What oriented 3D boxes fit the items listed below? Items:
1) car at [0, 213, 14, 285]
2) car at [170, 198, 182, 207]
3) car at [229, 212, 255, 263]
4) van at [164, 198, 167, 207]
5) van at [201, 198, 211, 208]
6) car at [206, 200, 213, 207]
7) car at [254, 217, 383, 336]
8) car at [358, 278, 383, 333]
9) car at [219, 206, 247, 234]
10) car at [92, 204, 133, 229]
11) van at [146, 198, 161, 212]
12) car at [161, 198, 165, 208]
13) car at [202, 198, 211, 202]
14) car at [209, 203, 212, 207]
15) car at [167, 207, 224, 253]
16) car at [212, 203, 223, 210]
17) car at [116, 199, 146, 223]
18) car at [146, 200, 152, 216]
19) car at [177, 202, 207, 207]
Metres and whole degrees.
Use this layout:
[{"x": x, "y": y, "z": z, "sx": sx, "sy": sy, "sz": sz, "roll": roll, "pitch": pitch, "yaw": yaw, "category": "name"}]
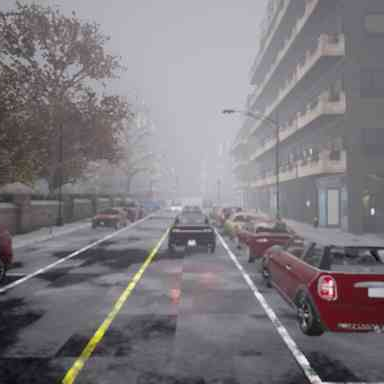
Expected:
[{"x": -5.675, "y": 1.383, "z": 6.783, "sx": 2.192, "sy": 1.841, "sz": 5.009, "roll": 1, "pitch": -1, "yaw": 0, "category": "car"}, {"x": -3.048, "y": 2.153, "z": 65.682, "sx": 2.128, "sy": 1.511, "sz": 4.902, "roll": 0, "pitch": -1, "yaw": 0, "category": "car"}, {"x": 2.699, "y": 1.666, "z": 12.306, "sx": 1.887, "sy": 1.381, "sz": 4.507, "roll": 1, "pitch": -1, "yaw": 0, "category": "car"}, {"x": -5.665, "y": 1.953, "z": 62.015, "sx": 1.690, "sy": 1.788, "sz": 3.998, "roll": 1, "pitch": -1, "yaw": 0, "category": "van"}, {"x": 2.649, "y": 1.953, "z": 62.017, "sx": 1.690, "sy": 1.788, "sz": 3.998, "roll": 1, "pitch": -1, "yaw": 0, "category": "van"}, {"x": 2.689, "y": 1.866, "z": 34.570, "sx": 1.752, "sy": 1.417, "sz": 4.829, "roll": 1, "pitch": -1, "yaw": 0, "category": "car"}, {"x": 2.703, "y": 1.508, "z": 6.785, "sx": 1.967, "sy": 1.590, "sz": 4.097, "roll": 1, "pitch": -1, "yaw": 0, "category": "car"}, {"x": 2.703, "y": 1.579, "z": 1.261, "sx": 1.947, "sy": 1.339, "sz": 4.313, "roll": 1, "pitch": -1, "yaw": 0, "category": "car"}, {"x": 2.696, "y": 1.703, "z": 18.000, "sx": 1.752, "sy": 1.417, "sz": 4.829, "roll": 1, "pitch": -1, "yaw": 0, "category": "car"}, {"x": -5.686, "y": 1.775, "z": 23.350, "sx": 1.887, "sy": 1.381, "sz": 4.507, "roll": 1, "pitch": -1, "yaw": 0, "category": "car"}, {"x": -5.700, "y": 1.789, "z": 45.445, "sx": 1.690, "sy": 1.788, "sz": 3.998, "roll": 1, "pitch": -1, "yaw": 0, "category": "van"}, {"x": -5.681, "y": 2.069, "z": 50.966, "sx": 1.947, "sy": 1.339, "sz": 4.313, "roll": 1, "pitch": -1, "yaw": 0, "category": "car"}, {"x": 2.651, "y": 1.997, "z": 56.493, "sx": 1.967, "sy": 1.590, "sz": 4.097, "roll": 1, "pitch": -1, "yaw": 0, "category": "car"}, {"x": 2.691, "y": 1.866, "z": 28.876, "sx": 1.802, "sy": 1.307, "sz": 4.206, "roll": 1, "pitch": -1, "yaw": 0, "category": "car"}, {"x": -0.003, "y": 1.634, "z": 14.296, "sx": 2.128, "sy": 1.511, "sz": 4.902, "roll": 0, "pitch": 0, "yaw": 0, "category": "car"}, {"x": 2.696, "y": 1.670, "z": 23.355, "sx": 1.967, "sy": 1.590, "sz": 4.097, "roll": 1, "pitch": -1, "yaw": 0, "category": "car"}, {"x": -5.684, "y": 1.600, "z": 28.875, "sx": 2.192, "sy": 1.841, "sz": 5.009, "roll": 1, "pitch": -1, "yaw": 0, "category": "car"}, {"x": -5.691, "y": 1.884, "z": 34.396, "sx": 1.887, "sy": 1.381, "sz": 4.507, "roll": 1, "pitch": -1, "yaw": 0, "category": "car"}, {"x": -0.011, "y": 1.833, "z": 28.997, "sx": 2.033, "sy": 1.411, "sz": 5.357, "roll": 0, "pitch": -1, "yaw": 0, "category": "car"}]
